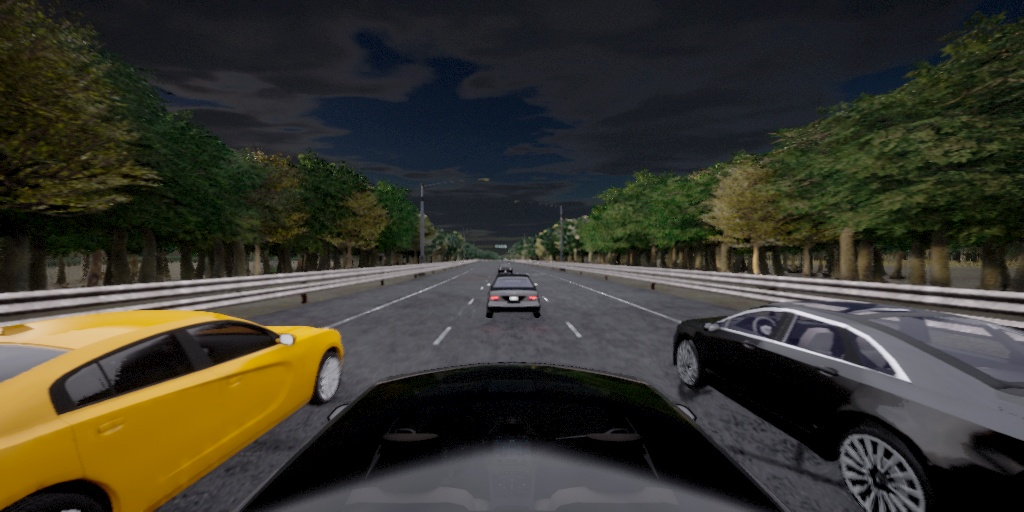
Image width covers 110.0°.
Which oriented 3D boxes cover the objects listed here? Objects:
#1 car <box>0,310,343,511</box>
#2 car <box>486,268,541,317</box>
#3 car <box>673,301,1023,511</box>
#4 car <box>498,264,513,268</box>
[{"bbox_3d":[-3.412,1.240,3.292,1.882,1.535,5.008,0,0,0],"label":"car"},{"bbox_3d":[0.024,1.368,13.531,2.033,1.411,5.357,0,0,-1],"label":"car"},{"bbox_3d":[3.588,1.253,4.036,2.128,1.511,4.902,0,0,0],"label":"car"},{"bbox_3d":[-0.886,1.619,45.670,1.895,1.301,4.718,0,0,-2],"label":"car"}]
